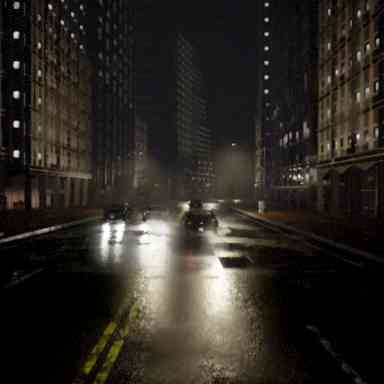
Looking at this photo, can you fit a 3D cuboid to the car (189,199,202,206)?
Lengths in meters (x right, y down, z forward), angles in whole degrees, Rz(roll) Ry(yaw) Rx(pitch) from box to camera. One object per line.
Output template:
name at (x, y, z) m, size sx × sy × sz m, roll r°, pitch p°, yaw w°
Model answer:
car at (0.565, 1.837, 51.212) m, size 1.882 × 1.535 × 5.008 m, roll 0°, pitch 0°, yaw 0°

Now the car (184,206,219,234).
car at (0.518, 1.745, 20.232) m, size 1.895 × 1.301 × 4.718 m, roll 0°, pitch 0°, yaw 0°

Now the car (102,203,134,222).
car at (-6.163, 1.671, 28.188) m, size 2.128 × 1.511 × 4.902 m, roll 0°, pitch 0°, yaw 0°

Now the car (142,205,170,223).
car at (-2.918, 1.786, 27.568) m, size 1.895 × 1.301 × 4.718 m, roll 0°, pitch 0°, yaw 0°
